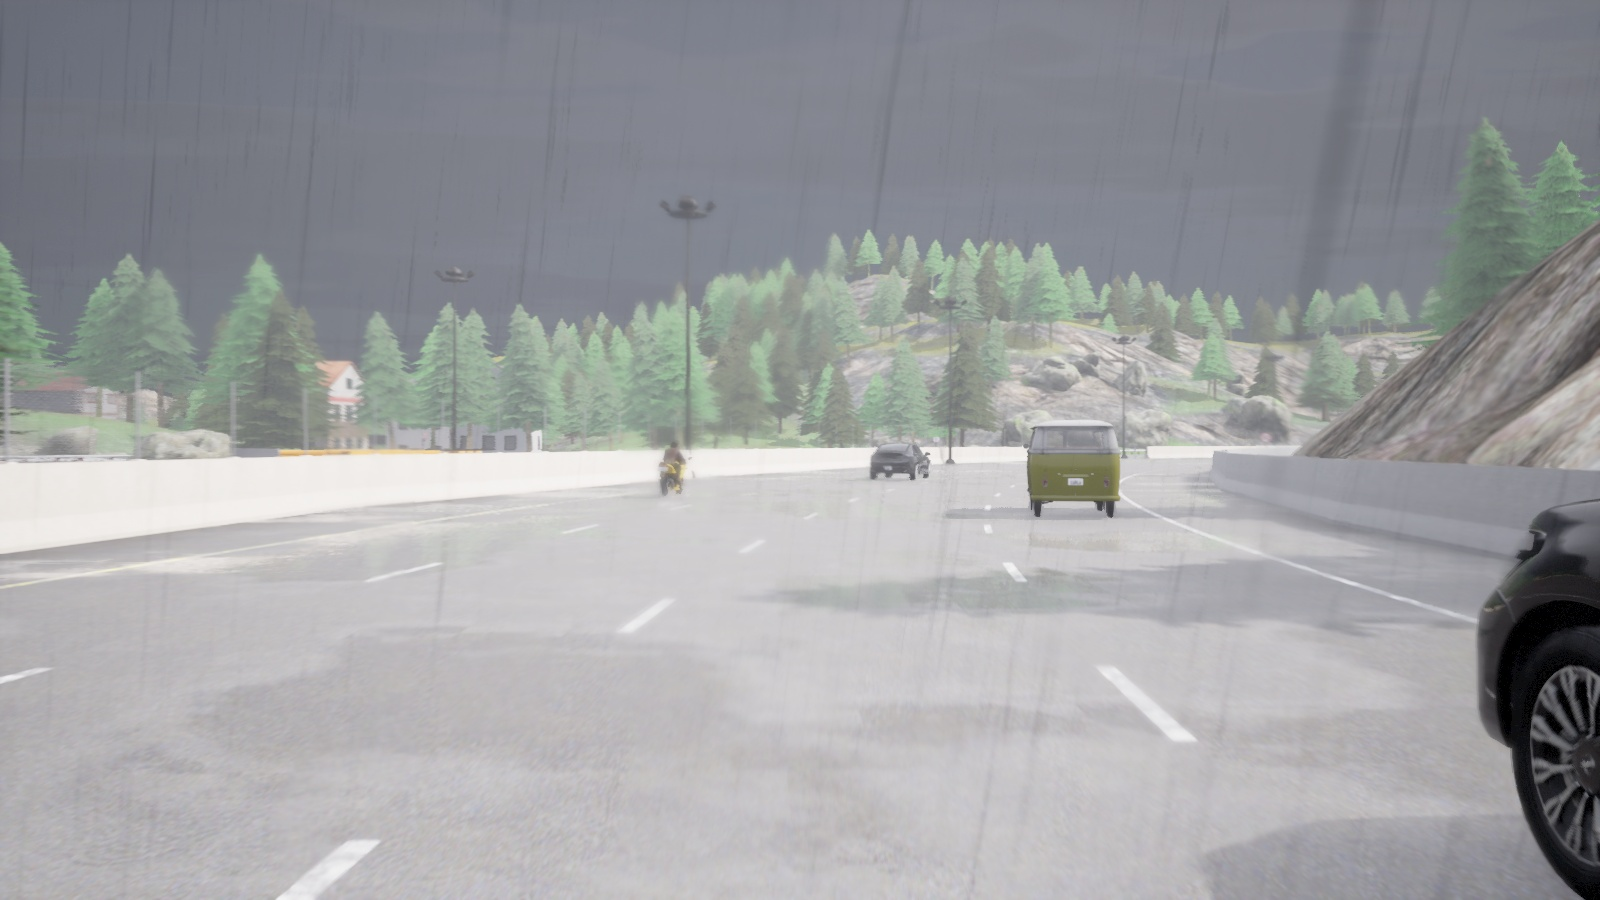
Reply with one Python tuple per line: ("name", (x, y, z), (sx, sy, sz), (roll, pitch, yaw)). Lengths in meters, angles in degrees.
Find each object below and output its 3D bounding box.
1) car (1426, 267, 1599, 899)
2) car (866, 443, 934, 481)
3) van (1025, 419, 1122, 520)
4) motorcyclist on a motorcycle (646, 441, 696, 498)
("car", (3.543, 0.463, 2.262), (2.150, 2.045, 5.566), (0, 0, 1))
("car", (4.152, 0.474, 51.649), (1.837, 1.490, 4.892), (0, 0, 16))
("van", (5.775, 0.365, 26.923), (1.775, 1.987, 4.442), (0, 0, 9))
("motorcyclist on a motorcycle", (-3.550, 0.524, 34.781), (0.797, 1.523, 2.044), (1, 0, 11))
